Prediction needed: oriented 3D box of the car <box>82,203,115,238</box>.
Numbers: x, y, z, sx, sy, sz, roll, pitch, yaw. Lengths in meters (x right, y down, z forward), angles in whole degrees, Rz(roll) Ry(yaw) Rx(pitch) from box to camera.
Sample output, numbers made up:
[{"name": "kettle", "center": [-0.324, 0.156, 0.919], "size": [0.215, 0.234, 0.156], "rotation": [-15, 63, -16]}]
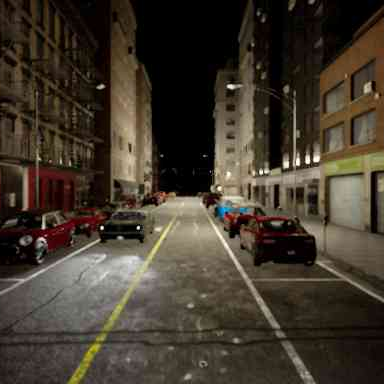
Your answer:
[{"name": "car", "center": [-5.401, 1.458, 16.731], "size": [1.802, 1.307, 4.206], "rotation": [0, 0, 0]}]

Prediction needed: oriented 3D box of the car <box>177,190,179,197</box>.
[{"name": "car", "center": [-5.452, 0.815, 94.277], "size": [1.752, 1.417, 4.829], "rotation": [0, 0, 0]}]

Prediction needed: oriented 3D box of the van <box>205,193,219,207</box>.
[{"name": "van", "center": [2.619, 1.005, 45.121], "size": [1.690, 1.788, 3.998], "rotation": [0, 0, 0]}]

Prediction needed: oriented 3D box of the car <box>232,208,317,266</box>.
[{"name": "car", "center": [2.634, 1.463, 11.051], "size": [1.887, 1.381, 4.507], "rotation": [0, 0, 0]}]

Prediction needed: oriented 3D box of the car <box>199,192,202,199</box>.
[{"name": "car", "center": [2.617, 0.936, 50.800], "size": [2.192, 1.841, 5.009], "rotation": [0, 0, 0]}]

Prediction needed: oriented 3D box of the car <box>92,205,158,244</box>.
[{"name": "car", "center": [-2.830, 1.488, 15.316], "size": [1.895, 1.301, 4.718], "rotation": [0, 0, 0]}]

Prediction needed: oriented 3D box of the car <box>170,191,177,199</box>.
[{"name": "car", "center": [-5.451, 0.898, 83.314], "size": [1.752, 1.417, 4.829], "rotation": [0, 0, 0]}]

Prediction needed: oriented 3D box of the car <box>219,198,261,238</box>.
[{"name": "car", "center": [2.631, 1.316, 16.728], "size": [1.967, 1.590, 4.097], "rotation": [0, 0, 0]}]

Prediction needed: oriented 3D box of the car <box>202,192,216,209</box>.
[{"name": "car", "center": [2.622, 1.022, 39.442], "size": [2.192, 1.841, 5.009], "rotation": [0, 0, 0]}]

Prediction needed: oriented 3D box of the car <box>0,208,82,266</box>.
[{"name": "car", "center": [-5.397, 1.358, 11.051], "size": [1.967, 1.590, 4.097], "rotation": [0, 0, 0]}]

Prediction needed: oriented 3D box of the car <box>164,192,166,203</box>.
[{"name": "car", "center": [-5.421, 1.147, 50.628], "size": [1.752, 1.417, 4.829], "rotation": [0, 0, 0]}]

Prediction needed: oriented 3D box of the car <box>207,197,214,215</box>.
[{"name": "car", "center": [2.626, 1.343, 28.087], "size": [2.008, 1.369, 4.403], "rotation": [0, 0, 0]}]

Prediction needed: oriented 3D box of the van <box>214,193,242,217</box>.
[{"name": "van", "center": [2.629, 1.175, 22.406], "size": [1.690, 1.788, 3.998], "rotation": [0, 0, 0]}]

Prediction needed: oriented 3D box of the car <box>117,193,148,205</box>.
[{"name": "car", "center": [-5.407, 1.107, 28.085], "size": [2.192, 1.841, 5.009], "rotation": [0, 0, 0]}]

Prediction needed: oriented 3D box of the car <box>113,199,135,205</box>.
[{"name": "car", "center": [-5.404, 1.400, 22.409], "size": [1.947, 1.339, 4.313], "rotation": [0, 0, 0]}]

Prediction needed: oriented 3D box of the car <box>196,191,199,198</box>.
[{"name": "car", "center": [2.602, 0.922, 83.488], "size": [2.008, 1.369, 4.403], "rotation": [0, 0, 0]}]

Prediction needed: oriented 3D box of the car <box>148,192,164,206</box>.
[{"name": "car", "center": [-5.417, 0.979, 45.120], "size": [2.192, 1.841, 5.009], "rotation": [0, 0, 0]}]

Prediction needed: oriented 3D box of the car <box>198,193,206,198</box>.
[{"name": "car", "center": [2.600, 0.874, 88.969], "size": [1.887, 1.381, 4.507], "rotation": [0, 0, 0]}]

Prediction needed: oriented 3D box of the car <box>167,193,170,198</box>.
[{"name": "car", "center": [-5.424, 0.892, 56.476], "size": [2.192, 1.841, 5.009], "rotation": [0, 0, 0]}]
